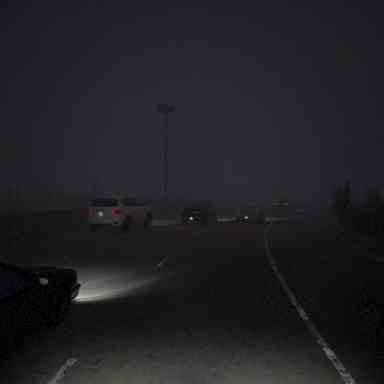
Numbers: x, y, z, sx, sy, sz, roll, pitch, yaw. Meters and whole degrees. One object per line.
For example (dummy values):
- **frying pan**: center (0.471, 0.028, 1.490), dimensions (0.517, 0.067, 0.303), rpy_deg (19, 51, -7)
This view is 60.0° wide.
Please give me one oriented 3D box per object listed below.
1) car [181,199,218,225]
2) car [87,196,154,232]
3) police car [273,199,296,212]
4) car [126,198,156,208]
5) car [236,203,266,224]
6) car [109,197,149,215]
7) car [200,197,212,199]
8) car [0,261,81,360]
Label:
- **car**: center (0.628, 1.540, 24.790), dimensions (1.837, 1.490, 4.892), rpy_deg (0, 0, 16)
- **car**: center (-4.246, 1.236, 20.351), dimensions (2.150, 2.045, 5.566), rpy_deg (0, 0, 13)
- **police car**: center (11.520, 1.620, 41.200), dimensions (2.038, 1.542, 4.974), rpy_deg (0, 0, 28)
- **car**: center (-7.616, 1.640, 50.339), dimensions (1.837, 1.490, 4.892), rpy_deg (0, -1, 29)
- **car**: center (4.551, 1.570, 25.585), dimensions (1.812, 1.442, 4.674), rpy_deg (0, 0, 18)
- **car**: center (-6.671, 1.416, 36.013), dimensions (2.097, 1.767, 4.553), rpy_deg (0, 0, 23)
- **car**: center (2.416, 1.707, 61.057), dimensions (1.882, 1.535, 5.008), rpy_deg (0, 0, 29)
- **car**: center (-3.207, 1.539, 4.006), dimensions (2.033, 1.411, 5.357), rpy_deg (0, 0, 4)
